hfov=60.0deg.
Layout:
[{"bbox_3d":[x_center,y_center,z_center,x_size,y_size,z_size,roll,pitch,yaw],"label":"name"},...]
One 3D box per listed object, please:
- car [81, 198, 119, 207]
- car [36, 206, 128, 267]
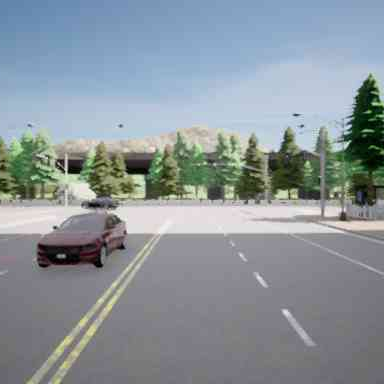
[{"bbox_3d":[-11.345,1.432,41.067,4.902,1.511,2.128,0,0,20],"label":"car"},{"bbox_3d":[-3.547,1.475,11.563,1.882,1.535,5.008,0,0,0],"label":"car"}]
